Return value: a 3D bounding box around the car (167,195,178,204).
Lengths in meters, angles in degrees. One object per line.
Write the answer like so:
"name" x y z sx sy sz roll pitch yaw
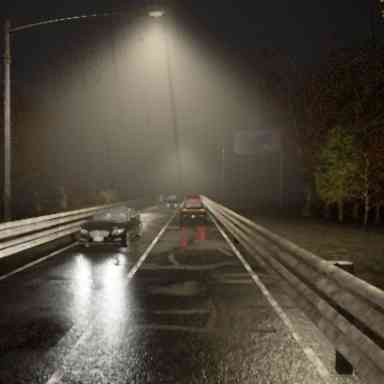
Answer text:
"car" -3.294 1.278 57.484 2.033 1.411 5.357 0 0 0

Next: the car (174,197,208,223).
"car" 0.091 1.359 23.854 2.128 1.511 4.902 0 0 0

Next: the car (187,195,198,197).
"car" 0.072 1.122 41.126 2.097 1.767 4.553 0 0 0

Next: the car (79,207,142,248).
"car" -3.352 1.410 14.378 2.128 1.511 4.902 0 0 0
